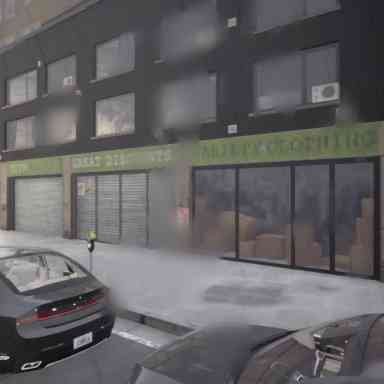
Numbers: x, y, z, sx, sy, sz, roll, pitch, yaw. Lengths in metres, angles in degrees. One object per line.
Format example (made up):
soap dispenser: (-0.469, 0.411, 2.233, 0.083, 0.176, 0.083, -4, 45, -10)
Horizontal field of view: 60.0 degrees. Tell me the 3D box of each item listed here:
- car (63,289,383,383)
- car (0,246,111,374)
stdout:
car: (1.417, 1.551, 2.077, 4.403, 1.369, 2.008, 0, 0, 35)
car: (-3.090, 1.551, 5.272, 4.403, 1.369, 2.008, 0, 0, 35)
